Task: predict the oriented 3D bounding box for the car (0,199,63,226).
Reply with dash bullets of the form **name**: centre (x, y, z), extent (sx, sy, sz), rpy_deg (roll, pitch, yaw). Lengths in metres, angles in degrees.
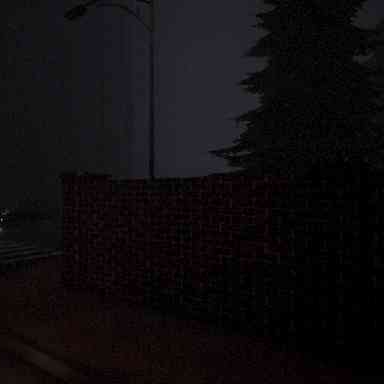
- **car**: centre (-11.446, 1.296, 23.175), extent (2.097, 1.767, 4.553), rpy_deg (0, 0, 35)
